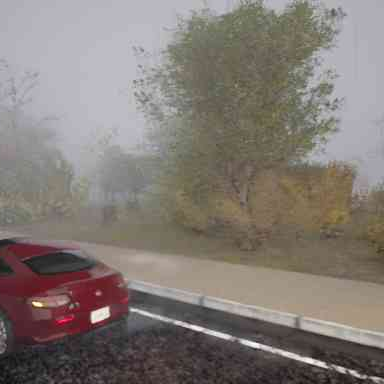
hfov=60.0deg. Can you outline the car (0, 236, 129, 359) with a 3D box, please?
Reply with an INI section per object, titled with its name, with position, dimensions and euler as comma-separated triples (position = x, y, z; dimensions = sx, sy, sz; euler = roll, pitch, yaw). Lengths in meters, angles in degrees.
[car]
position = -3.132, 1.547, 5.986
dimensions = 4.674, 1.442, 1.812
euler = 0, 0, 36
